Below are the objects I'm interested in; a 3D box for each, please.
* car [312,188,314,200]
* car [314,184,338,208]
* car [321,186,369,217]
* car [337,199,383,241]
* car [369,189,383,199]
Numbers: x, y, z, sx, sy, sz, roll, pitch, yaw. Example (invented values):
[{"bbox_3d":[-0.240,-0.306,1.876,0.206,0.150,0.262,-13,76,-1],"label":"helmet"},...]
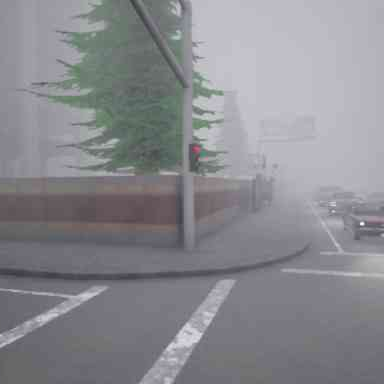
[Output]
[{"bbox_3d":[16.310,0.066,41.680,2.150,2.045,5.566,0,1,17],"label":"car"},{"bbox_3d":[13.093,0.340,31.537,2.150,2.045,5.566,0,1,18],"label":"car"},{"bbox_3d":[10.250,0.712,22.569,2.097,1.767,4.553,0,1,18],"label":"car"},{"bbox_3d":[7.592,1.190,14.090,1.895,1.301,4.718,0,1,17],"label":"car"},{"bbox_3d":[15.536,0.743,27.690,1.994,1.385,4.181,0,1,18],"label":"car"}]
